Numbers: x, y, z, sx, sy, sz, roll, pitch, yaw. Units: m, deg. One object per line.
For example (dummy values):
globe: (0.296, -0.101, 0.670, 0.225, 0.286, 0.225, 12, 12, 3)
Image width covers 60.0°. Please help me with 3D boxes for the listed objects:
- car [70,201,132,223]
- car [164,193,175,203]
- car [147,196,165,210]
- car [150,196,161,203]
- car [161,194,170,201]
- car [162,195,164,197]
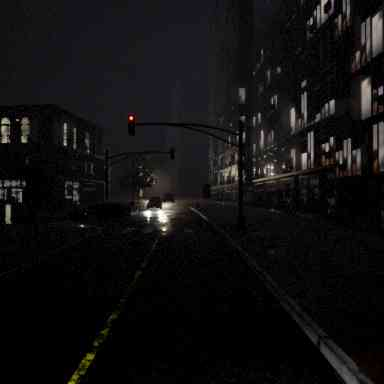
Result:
car: (-6.968, 1.511, 25.871, 1.882, 1.535, 5.008, 0, 0, 38)
car: (-4.868, 1.207, 69.136, 2.150, 2.045, 5.566, 0, 0, -8)
car: (-4.764, 1.593, 42.720, 1.895, 1.301, 4.718, 0, 0, -5)
car: (-7.620, 1.538, 68.955, 1.994, 1.385, 4.181, 0, 0, -8)
car: (-6.416, 1.334, 79.403, 1.812, 1.442, 4.674, 0, 0, -10)
car: (-5.948, 1.492, 54.709, 1.837, 1.490, 4.892, 0, 0, -6)
